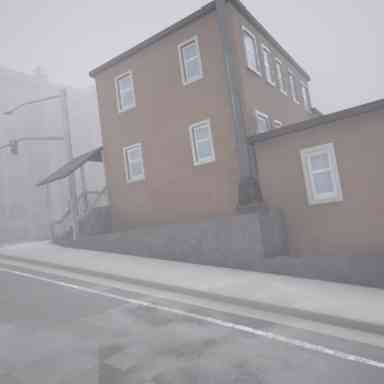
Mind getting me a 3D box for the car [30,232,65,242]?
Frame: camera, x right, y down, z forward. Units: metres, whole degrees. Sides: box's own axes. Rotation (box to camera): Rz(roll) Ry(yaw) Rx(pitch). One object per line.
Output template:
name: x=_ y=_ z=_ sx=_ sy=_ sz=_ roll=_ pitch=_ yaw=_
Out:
car: x=-11.716 y=4.286 z=29.093 sx=1.837 sy=1.490 sz=4.892 roll=-12 pitch=-11 yaw=35
